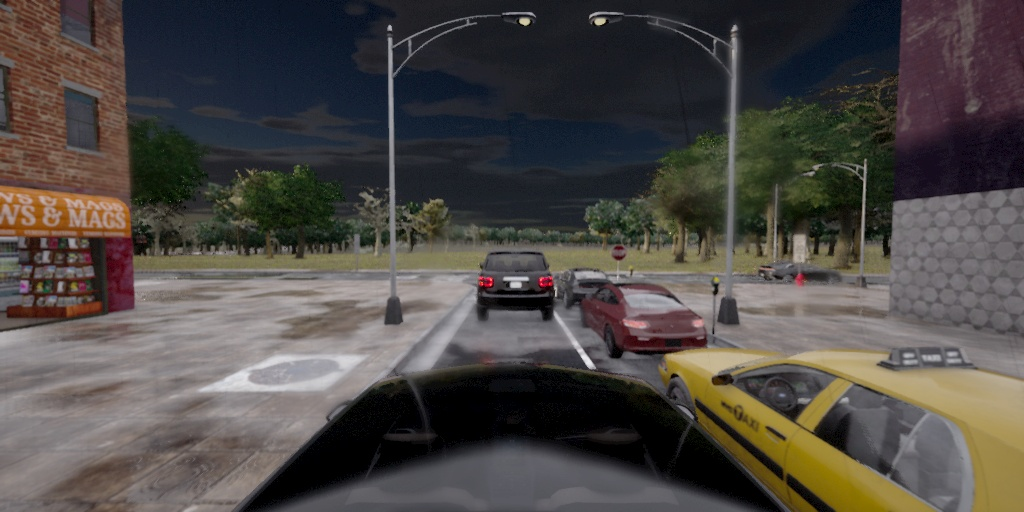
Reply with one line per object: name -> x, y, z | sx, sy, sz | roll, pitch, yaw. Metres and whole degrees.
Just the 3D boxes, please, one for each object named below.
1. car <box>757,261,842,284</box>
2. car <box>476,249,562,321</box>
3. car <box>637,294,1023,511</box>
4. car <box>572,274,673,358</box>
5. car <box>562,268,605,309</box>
car -> 19.028, 1.082, 23.766 | 4.902, 1.511, 2.128 | 1, 2, 0
car -> 0.088, 0.793, 11.757 | 2.150, 2.045, 5.566 | 0, 1, 0
car -> 2.637, 1.263, 2.549 | 1.751, 1.417, 4.829 | 0, 0, 0
car -> 2.636, 1.223, 7.911 | 1.802, 1.307, 4.207 | 0, 0, 0
car -> 2.635, 1.095, 13.442 | 2.007, 1.370, 4.403 | 0, 0, 0
